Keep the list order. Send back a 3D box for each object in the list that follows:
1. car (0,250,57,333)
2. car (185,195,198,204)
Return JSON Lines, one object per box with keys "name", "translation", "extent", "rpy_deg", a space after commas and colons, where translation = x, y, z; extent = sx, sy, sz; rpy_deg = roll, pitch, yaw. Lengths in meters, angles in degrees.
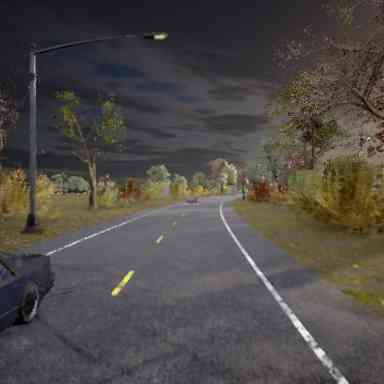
{"name": "car", "translation": [-3.620, 1.527, 4.303], "extent": [2.033, 1.411, 5.357], "rpy_deg": [0, 0, 0]}
{"name": "car", "translation": [-0.035, 1.251, 58.286], "extent": [1.837, 1.490, 4.892], "rpy_deg": [0, 0, 7]}
